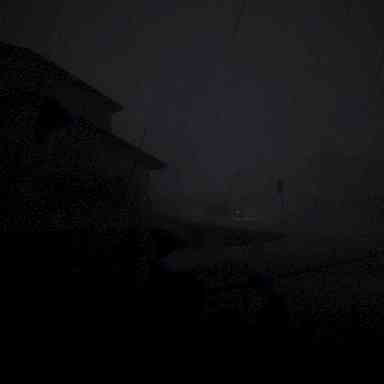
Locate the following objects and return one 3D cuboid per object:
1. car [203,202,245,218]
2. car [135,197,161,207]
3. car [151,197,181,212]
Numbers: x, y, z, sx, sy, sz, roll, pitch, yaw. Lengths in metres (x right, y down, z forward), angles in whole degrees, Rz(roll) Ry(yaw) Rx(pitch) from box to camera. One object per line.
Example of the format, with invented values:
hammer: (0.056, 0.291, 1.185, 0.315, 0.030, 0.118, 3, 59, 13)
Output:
car: (2.802, 1.564, 30.098, 1.994, 1.385, 4.181, 0, 0, -35)
car: (-6.771, 1.526, 50.817, 1.812, 1.442, 4.674, 0, 0, -36)
car: (-3.178, 1.504, 38.566, 1.837, 1.490, 4.892, 0, 0, -35)
